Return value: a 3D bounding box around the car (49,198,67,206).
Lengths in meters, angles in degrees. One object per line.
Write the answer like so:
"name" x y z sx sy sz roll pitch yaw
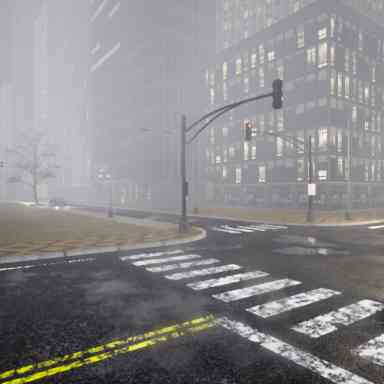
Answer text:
"car" -21.807 1.606 54.157 1.895 1.301 4.718 0 0 -35
